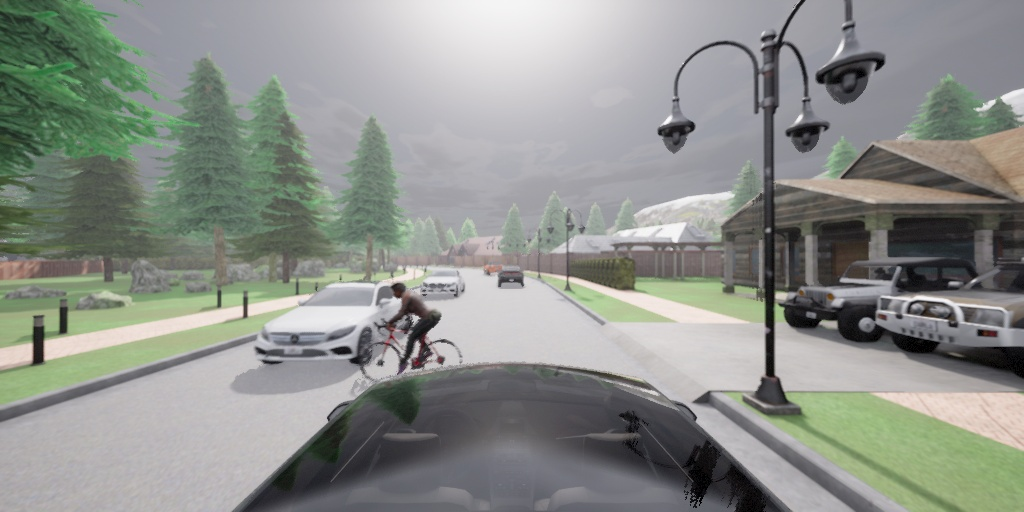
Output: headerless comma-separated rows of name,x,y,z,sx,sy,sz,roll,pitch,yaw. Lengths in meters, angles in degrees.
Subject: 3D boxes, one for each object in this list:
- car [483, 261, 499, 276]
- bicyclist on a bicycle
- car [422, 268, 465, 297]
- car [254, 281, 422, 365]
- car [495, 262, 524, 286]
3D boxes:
car,-2.228,1.415,43.702,2.097,1.767,4.553,0,0,-12
bicyclist on a bicycle,-1.634,1.233,5.751,1.656,1.620,0.582,-2,0,0
car,-3.699,1.412,19.903,1.812,1.442,4.674,0,-1,-1
car,-3.628,1.325,8.268,1.812,1.442,4.674,0,-1,0
car,-0.152,1.446,27.401,1.837,1.490,4.892,0,-1,-3
